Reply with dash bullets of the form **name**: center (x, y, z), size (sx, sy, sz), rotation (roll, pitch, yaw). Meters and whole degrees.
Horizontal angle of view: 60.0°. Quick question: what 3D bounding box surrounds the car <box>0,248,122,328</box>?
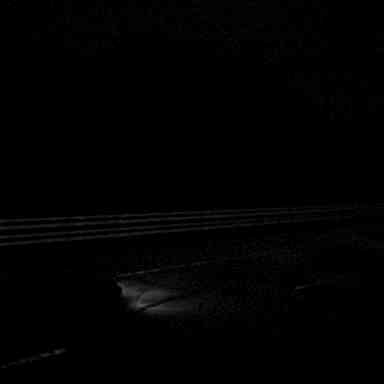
- **car**: center (-3.912, 1.532, 5.255), size (5.357, 1.411, 2.033), rotation (-1, 0, -35)
